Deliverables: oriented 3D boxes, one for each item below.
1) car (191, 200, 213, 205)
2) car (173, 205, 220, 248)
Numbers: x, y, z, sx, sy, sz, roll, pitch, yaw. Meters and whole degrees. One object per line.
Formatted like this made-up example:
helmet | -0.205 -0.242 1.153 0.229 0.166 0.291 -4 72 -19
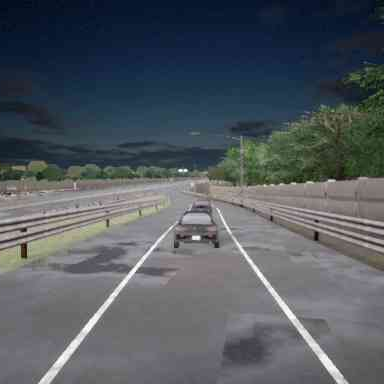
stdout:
car | 0.895 1.498 29.498 1.837 1.490 4.892 0 0 3
car | 0.223 1.523 14.557 1.812 1.442 4.674 0 0 2
